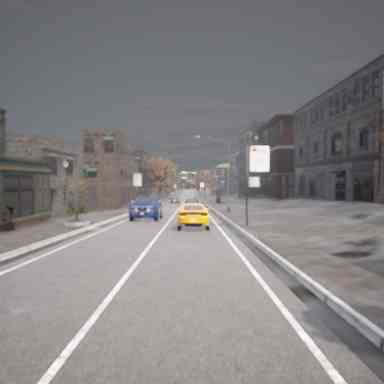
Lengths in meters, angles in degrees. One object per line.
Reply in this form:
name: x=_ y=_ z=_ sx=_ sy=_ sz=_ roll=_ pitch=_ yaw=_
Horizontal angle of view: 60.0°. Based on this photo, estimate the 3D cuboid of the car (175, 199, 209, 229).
car: x=0.073 y=1.466 z=21.490 sx=1.882 sy=1.535 sz=5.008 roll=0 pitch=0 yaw=0

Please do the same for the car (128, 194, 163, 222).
car: x=-3.565 y=1.213 z=26.693 sx=2.150 sy=2.045 sz=5.566 roll=0 pitch=0 yaw=1

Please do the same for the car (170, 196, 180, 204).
car: x=-3.417 y=1.615 z=67.847 sx=2.128 sy=1.511 sz=4.902 roll=0 pitch=0 yaw=0

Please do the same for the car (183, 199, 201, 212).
car: x=-0.007 y=1.560 z=40.955 sx=2.033 sy=1.411 sz=5.357 roll=0 pitch=0 yaw=0
